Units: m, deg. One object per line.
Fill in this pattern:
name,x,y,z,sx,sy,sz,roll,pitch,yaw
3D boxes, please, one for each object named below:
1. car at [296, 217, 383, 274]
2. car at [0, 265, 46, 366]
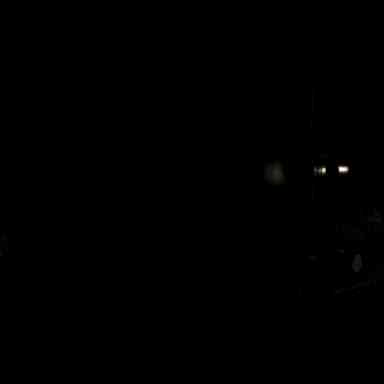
car,5.139,1.522,10.441,4.507,1.381,1.887,0,0,-36
car,-4.037,1.569,3.883,4.313,1.339,1.947,0,0,-36
